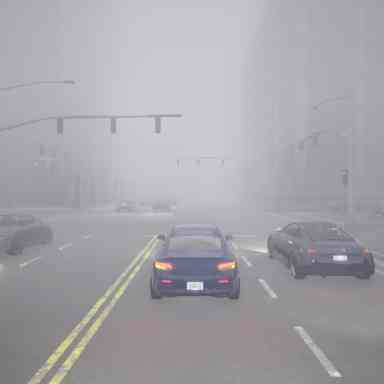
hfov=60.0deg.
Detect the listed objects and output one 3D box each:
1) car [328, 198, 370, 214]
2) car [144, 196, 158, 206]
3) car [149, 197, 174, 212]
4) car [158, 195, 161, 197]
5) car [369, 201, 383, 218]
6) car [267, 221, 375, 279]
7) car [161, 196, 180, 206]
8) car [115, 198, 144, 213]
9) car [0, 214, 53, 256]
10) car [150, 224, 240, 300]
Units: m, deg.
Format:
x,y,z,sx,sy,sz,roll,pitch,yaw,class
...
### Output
x,y,z,sx,sy,sz,roll,pitch,yaw,class
16.784,1.422,34.535,5.008,1.535,1.882,0,0,0,car
-6.978,1.547,51.551,2.033,1.411,5.357,0,0,0,car
-3.515,1.584,38.661,1.895,1.301,4.718,0,-1,0,car
-6.844,1.504,68.956,1.837,1.490,4.892,0,0,0,car
17.600,1.545,27.279,4.718,1.301,1.895,0,0,-1,car
3.594,1.564,10.029,1.994,1.385,4.181,0,0,0,car
-3.468,1.492,54.310,2.128,1.511,4.902,0,0,0,car
-7.017,1.521,36.548,2.033,1.411,5.357,0,0,0,car
-7.071,1.564,12.877,1.994,1.385,4.181,0,0,0,car
0.078,1.526,8.293,1.812,1.442,4.674,0,0,1,car
